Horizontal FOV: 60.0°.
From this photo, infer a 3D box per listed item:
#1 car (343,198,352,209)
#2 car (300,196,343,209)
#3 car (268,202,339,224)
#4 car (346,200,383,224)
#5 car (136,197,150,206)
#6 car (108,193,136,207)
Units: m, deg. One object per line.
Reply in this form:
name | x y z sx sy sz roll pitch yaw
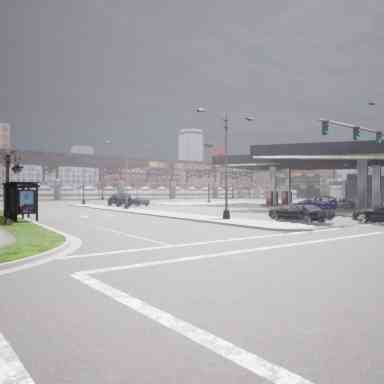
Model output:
car | 18.597 1.456 42.246 1.970 1.475 3.806 0 0 -35
car | 14.323 1.295 38.331 2.242 1.667 4.611 0 0 -35
car | 7.932 1.601 24.586 1.895 1.301 4.718 0 0 -35
car | 13.525 1.505 22.690 1.837 1.490 4.892 0 0 -35
car | -8.748 1.547 54.588 2.033 1.411 5.357 0 0 -35
car | -11.367 1.222 52.222 2.150 2.045 5.566 0 0 -35
